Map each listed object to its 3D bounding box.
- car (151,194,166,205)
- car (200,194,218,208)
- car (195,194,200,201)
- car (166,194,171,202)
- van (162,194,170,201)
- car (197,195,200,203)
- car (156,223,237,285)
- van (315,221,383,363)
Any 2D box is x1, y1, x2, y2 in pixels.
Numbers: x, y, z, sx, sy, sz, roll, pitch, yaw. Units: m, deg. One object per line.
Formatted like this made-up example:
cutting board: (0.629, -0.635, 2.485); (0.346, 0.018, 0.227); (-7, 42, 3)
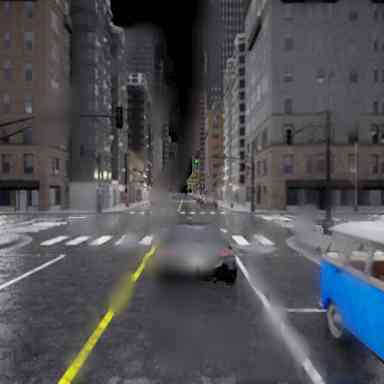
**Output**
car: (-6.196, 1.459, 58.885); (1.967, 1.590, 4.097); (0, 0, -1)
car: (2.575, 1.450, 47.756); (1.967, 1.590, 4.097); (0, 0, -1)
car: (2.079, 1.615, 70.366); (1.802, 1.307, 4.206); (0, 0, -1)
car: (-6.569, 1.364, 75.846); (2.192, 1.841, 5.009); (0, 0, -1)
van: (-6.817, 1.428, 87.158); (1.690, 1.788, 3.998); (0, 0, -1)
car: (2.327, 1.601, 59.063); (1.802, 1.307, 4.206); (0, 0, -1)
car: (0.086, 1.560, 9.555); (1.994, 1.385, 4.181); (0, 0, -1)
van: (2.858, 1.340, 3.866); (1.690, 1.788, 3.998); (0, 0, 0)
